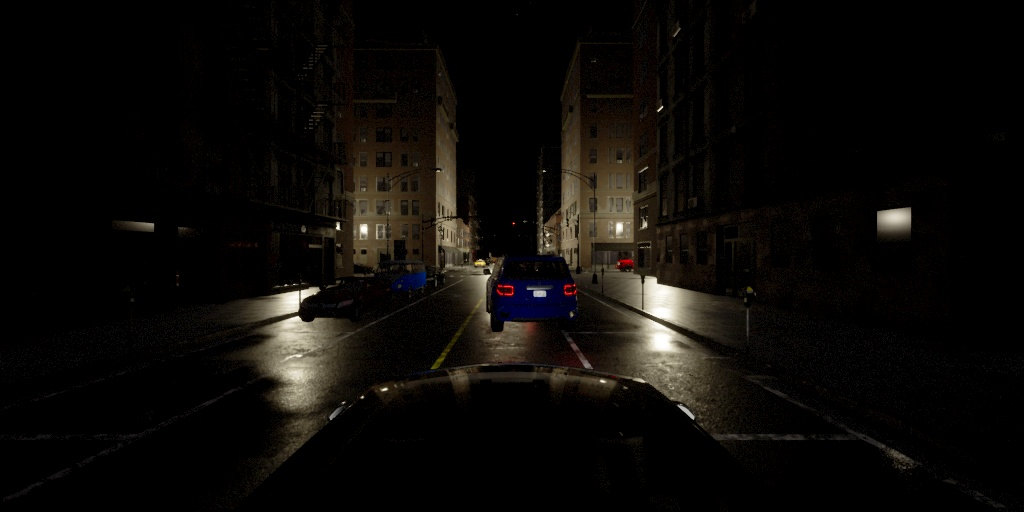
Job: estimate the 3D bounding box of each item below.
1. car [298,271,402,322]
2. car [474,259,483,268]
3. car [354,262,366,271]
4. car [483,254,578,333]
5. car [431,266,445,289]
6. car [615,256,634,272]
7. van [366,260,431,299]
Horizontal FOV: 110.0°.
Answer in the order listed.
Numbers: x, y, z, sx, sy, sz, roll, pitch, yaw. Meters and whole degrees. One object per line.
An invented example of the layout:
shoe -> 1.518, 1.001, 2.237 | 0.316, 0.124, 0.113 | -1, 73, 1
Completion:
car -> -5.395, 1.332, 12.159 | 1.802, 1.307, 4.207 | 0, 0, 0
car -> -5.396, 1.276, 60.765 | 1.751, 1.417, 4.829 | 0, 0, 0
car -> -17.596, 1.404, 40.017 | 4.181, 1.385, 1.994 | 0, 0, 0
car -> 0.358, 0.972, 11.002 | 2.150, 2.045, 5.566 | 0, 0, -6
car -> -5.394, 1.301, 22.971 | 2.007, 1.370, 4.403 | 0, 0, 0
car -> 15.327, 0.880, 43.024 | 5.566, 2.045, 2.150 | 0, 0, 0
van -> -5.394, 1.091, 17.565 | 1.690, 1.789, 3.998 | 0, 0, 0
